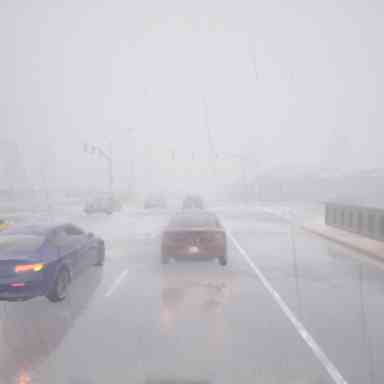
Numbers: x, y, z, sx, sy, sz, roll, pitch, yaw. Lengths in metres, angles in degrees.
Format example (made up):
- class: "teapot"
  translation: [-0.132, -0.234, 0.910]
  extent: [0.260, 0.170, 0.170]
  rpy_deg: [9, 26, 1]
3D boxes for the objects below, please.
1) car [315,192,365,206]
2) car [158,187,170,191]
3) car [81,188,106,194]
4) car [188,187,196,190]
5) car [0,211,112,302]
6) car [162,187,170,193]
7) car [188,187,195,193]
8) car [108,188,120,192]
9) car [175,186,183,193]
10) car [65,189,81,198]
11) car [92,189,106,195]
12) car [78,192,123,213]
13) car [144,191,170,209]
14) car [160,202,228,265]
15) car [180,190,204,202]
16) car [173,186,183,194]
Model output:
- class: "car"
  translation: [15.481, 0.773, 34.856]
  extent: [4.892, 1.490, 1.837]
  rpy_deg: [-1, 1, 2]
- class: "car"
  translation: [-7.052, -0.457, 80.997]
  extent: [2.097, 1.767, 4.553]
  rpy_deg: [0, 1, 0]
- class: "car"
  translation: [-17.576, 0.045, 59.548]
  extent: [2.097, 1.767, 4.553]
  rpy_deg: [0, 1, 1]
- class: "car"
  translation: [-0.051, -0.204, 80.234]
  extent: [1.895, 1.301, 4.718]
  rpy_deg: [0, 1, 0]
- class: "car"
  translation: [-3.440, 1.419, 7.868]
  extent: [1.812, 1.442, 4.674]
  rpy_deg: [0, 1, 0]
- class: "car"
  translation: [-7.058, -0.610, 90.196]
  extent: [1.812, 1.442, 4.674]
  rpy_deg: [0, 1, 0]
- class: "car"
  translation: [-0.058, -0.656, 90.199]
  extent: [1.882, 1.535, 5.008]
  rpy_deg: [0, 1, 0]
- class: "car"
  translation: [-17.548, -0.199, 75.382]
  extent: [1.882, 1.535, 5.008]
  rpy_deg: [0, 1, 0]
- class: "car"
  translation: [-3.557, -0.778, 90.164]
  extent: [2.097, 1.767, 4.553]
  rpy_deg: [0, 1, 0]
- class: "car"
  translation: [-21.073, 0.174, 59.426]
  extent: [1.882, 1.535, 5.008]
  rpy_deg: [0, 1, 1]
- class: "car"
  translation: [-21.048, -0.080, 75.275]
  extent: [1.895, 1.301, 4.718]
  rpy_deg: [0, 1, 0]
- class: "car"
  translation: [-6.931, 1.016, 26.397]
  extent: [2.033, 1.411, 5.357]
  rpy_deg: [0, 1, 0]
- class: "car"
  translation: [-3.426, 0.896, 32.242]
  extent: [1.994, 1.385, 4.181]
  rpy_deg: [0, 1, 0]
- class: "car"
  translation: [0.106, 1.303, 11.058]
  extent: [1.882, 1.535, 5.008]
  rpy_deg: [0, 1, 1]
- class: "car"
  translation: [0.074, 0.852, 31.562]
  extent: [1.837, 1.490, 4.892]
  rpy_deg: [0, 1, 0]
- class: "car"
  translation: [-3.551, -0.252, 79.783]
  extent: [2.033, 1.411, 5.357]
  rpy_deg: [0, 1, 0]
